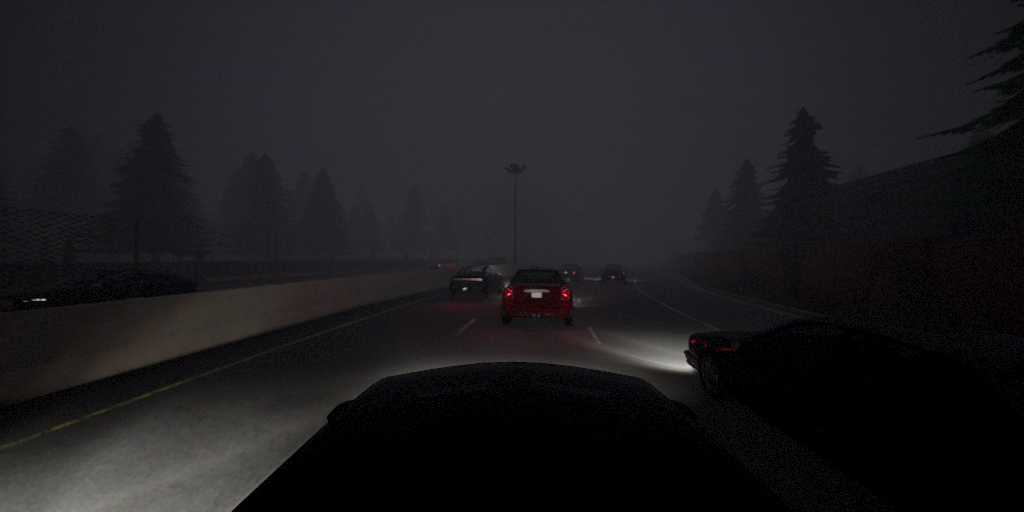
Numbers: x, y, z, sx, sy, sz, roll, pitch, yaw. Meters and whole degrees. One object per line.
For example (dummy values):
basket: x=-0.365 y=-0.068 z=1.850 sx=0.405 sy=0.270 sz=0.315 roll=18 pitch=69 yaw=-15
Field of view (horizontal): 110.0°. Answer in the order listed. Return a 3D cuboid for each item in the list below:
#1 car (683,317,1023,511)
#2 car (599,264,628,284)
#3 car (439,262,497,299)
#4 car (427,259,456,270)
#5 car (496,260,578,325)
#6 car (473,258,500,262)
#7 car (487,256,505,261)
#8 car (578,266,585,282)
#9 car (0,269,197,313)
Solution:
car: x=3.661 y=1.317 z=3.401 sx=2.033 sy=1.411 sz=5.357 roll=0 pitch=0 yaw=2
car: x=7.984 y=1.351 z=28.104 sx=1.812 sy=1.442 sz=4.674 roll=0 pitch=0 yaw=17
car: x=-1.673 y=1.257 z=18.287 sx=2.128 sy=1.511 sz=4.902 roll=0 pitch=0 yaw=10
car: x=-8.650 y=1.122 z=44.970 sx=2.097 sy=1.767 sz=4.553 roll=0 pitch=0 yaw=20
car: x=0.926 y=1.121 z=12.163 sx=2.097 sy=1.767 sz=4.553 roll=0 pitch=0 yaw=6
car: x=-3.503 y=1.277 z=38.398 sx=2.128 sy=1.511 sz=4.902 roll=0 pitch=0 yaw=20
car: x=-2.622 y=1.030 z=51.469 sx=2.150 sy=2.045 sz=5.566 roll=0 pitch=0 yaw=20
car: x=4.994 y=1.357 z=30.375 sx=2.033 sy=1.411 sz=5.357 roll=0 pitch=0 yaw=18
car: x=-13.371 y=1.194 z=11.923 sx=2.128 sy=1.511 sz=4.902 roll=0 pitch=0 yaw=6
